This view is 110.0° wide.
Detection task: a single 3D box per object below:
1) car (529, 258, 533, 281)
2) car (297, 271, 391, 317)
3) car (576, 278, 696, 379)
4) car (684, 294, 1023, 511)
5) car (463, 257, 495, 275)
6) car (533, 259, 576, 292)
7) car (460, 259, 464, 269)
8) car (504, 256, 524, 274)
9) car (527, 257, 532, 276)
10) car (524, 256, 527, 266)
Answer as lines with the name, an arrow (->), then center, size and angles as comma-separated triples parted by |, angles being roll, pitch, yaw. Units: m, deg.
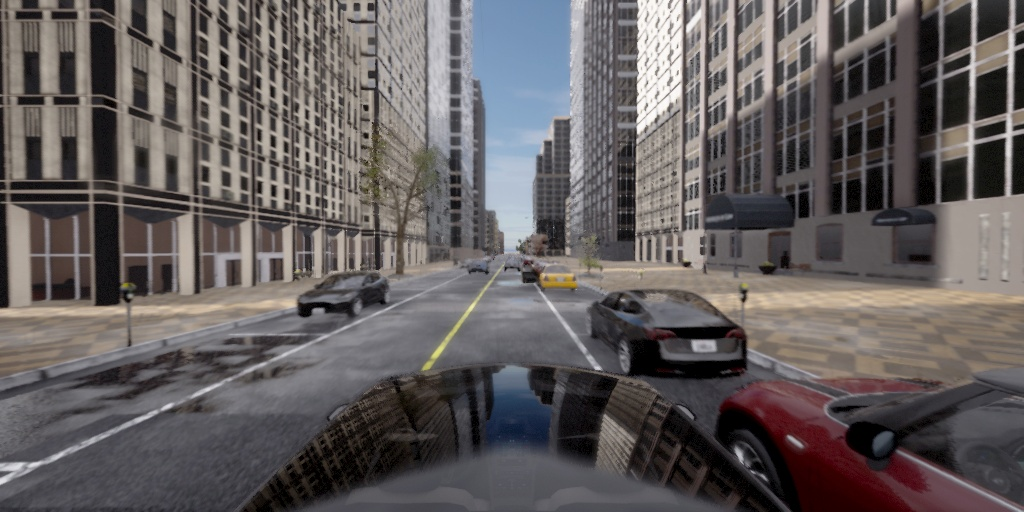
car -> 2.684, 1.085, 29.659 | 1.888, 1.381, 4.507 | 0, 0, 0
car -> -5.695, 1.234, 12.727 | 1.948, 1.339, 4.313 | 0, 0, 0
car -> 2.688, 1.276, 7.088 | 1.948, 1.339, 4.313 | 0, 0, 0
car -> 2.689, 1.192, 1.445 | 1.967, 1.591, 4.097 | 0, 0, 0
car -> -3.093, 1.049, 34.684 | 2.033, 1.411, 5.357 | 0, 0, 0
car -> 2.347, 1.071, 19.819 | 1.801, 1.575, 5.366 | 0, 0, 0
car -> -5.700, 0.960, 46.574 | 2.007, 1.370, 4.403 | 0, 0, 0
car -> 0.019, 0.996, 41.654 | 2.033, 1.411, 5.357 | 0, 0, 1
car -> 2.683, 1.022, 35.471 | 1.751, 1.417, 4.829 | 0, 0, 0
car -> 2.679, 0.868, 57.872 | 1.888, 1.381, 4.507 | 0, 0, 0
